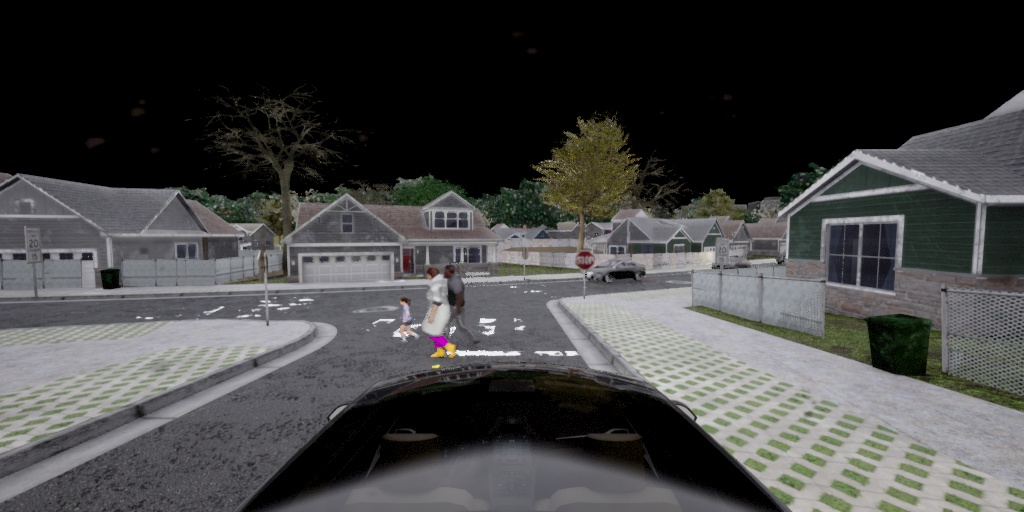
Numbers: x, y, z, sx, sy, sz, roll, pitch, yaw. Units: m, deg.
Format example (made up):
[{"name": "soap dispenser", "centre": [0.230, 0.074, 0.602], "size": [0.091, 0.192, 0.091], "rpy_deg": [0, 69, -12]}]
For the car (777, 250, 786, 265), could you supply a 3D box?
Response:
[{"name": "car", "centre": [35.076, 0.180, 44.703], "size": [5.566, 2.045, 2.150], "rpy_deg": [-2, 4, -38]}]

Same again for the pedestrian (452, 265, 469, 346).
[{"name": "pedestrian", "centre": [-1.240, 1.039, 7.613], "size": [0.375, 1.860, 0.375], "rpy_deg": [-3, 3, 0]}]

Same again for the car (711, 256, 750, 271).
[{"name": "car", "centre": [20.580, 0.783, 33.650], "size": [4.892, 1.490, 1.837], "rpy_deg": [-2, 4, -36]}]

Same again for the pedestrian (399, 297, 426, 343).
[{"name": "pedestrian", "centre": [-2.376, 1.418, 8.234], "size": [0.500, 1.100, 0.500], "rpy_deg": [-3, 3, 0]}]

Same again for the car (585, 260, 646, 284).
[{"name": "car", "centre": [7.251, 1.029, 25.184], "size": [4.902, 1.511, 2.128], "rpy_deg": [-1, 3, -30]}]

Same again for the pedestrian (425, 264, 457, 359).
[{"name": "pedestrian", "centre": [-1.383, 1.040, 6.900], "size": [0.375, 1.860, 0.375], "rpy_deg": [-3, 3, 0]}]
